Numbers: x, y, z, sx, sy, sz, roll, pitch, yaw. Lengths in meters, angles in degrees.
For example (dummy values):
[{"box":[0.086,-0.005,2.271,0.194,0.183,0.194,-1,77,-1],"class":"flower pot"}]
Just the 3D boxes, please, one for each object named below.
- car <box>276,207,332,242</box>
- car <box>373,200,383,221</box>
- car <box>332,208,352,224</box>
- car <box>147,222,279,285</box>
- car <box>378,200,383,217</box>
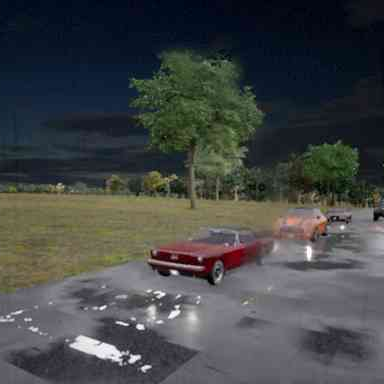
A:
[{"box":[6.144,1.668,18.586,2.097,1.767,4.553,0,-1,32],"class":"car"},{"box":[19.411,1.855,33.150,2.150,2.045,5.566,0,-1,32],"class":"car"},{"box":[13.161,2.105,29.932,1.994,1.385,4.181,0,-1,32],"class":"car"},{"box":[0.810,1.748,10.184,1.895,1.301,4.718,0,-1,35],"class":"car"},{"box":[25.031,2.065,42.344,2.150,2.045,5.566,0,-1,32],"class":"car"}]
